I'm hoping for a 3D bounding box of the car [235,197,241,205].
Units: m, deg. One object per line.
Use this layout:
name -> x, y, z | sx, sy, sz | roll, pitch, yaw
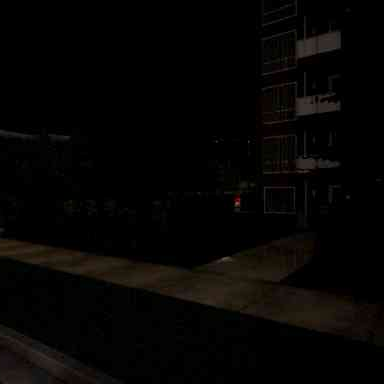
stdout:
car -> 9.302, 1.478, 58.069 | 1.882, 1.535, 5.008 | 0, 0, 36
